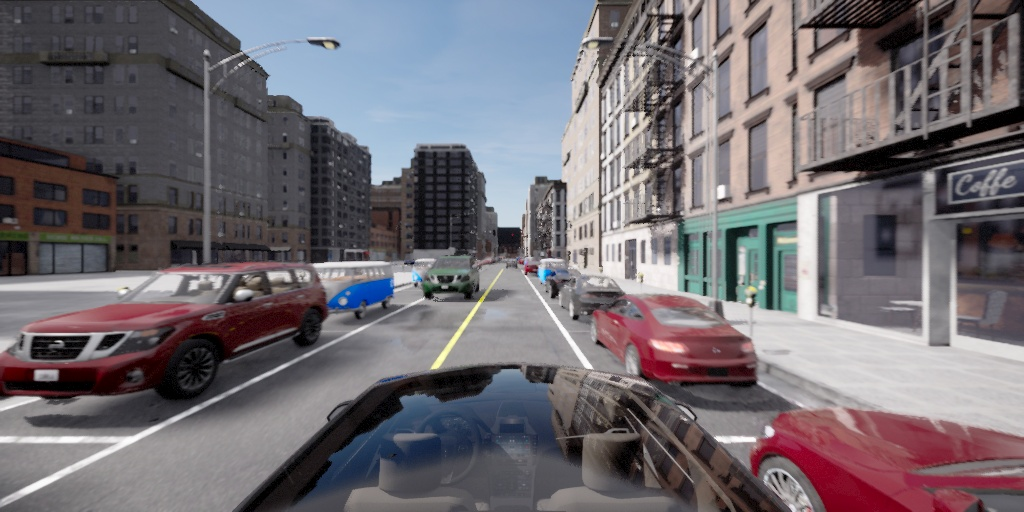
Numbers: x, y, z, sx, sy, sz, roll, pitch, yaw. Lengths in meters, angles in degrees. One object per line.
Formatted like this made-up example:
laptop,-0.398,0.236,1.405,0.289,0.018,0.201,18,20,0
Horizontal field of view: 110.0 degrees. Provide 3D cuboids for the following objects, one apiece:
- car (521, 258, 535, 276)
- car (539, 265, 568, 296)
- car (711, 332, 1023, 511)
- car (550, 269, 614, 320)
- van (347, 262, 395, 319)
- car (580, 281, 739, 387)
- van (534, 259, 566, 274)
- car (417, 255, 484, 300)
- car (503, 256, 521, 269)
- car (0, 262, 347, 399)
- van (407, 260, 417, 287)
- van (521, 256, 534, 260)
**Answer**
car,2.232,1.215,37.502,1.882,1.535,5.008,0,0,0
car,2.636,1.310,18.024,1.948,1.339,4.313,0,0,0
car,2.638,1.332,0.984,1.802,1.307,4.207,0,0,0
car,2.637,1.297,12.344,2.007,1.370,4.403,0,0,0
van,-5.389,1.087,12.344,1.690,1.789,3.998,0,0,0
car,2.637,1.330,6.664,1.802,1.307,4.207,0,0,0
van,2.635,1.083,23.704,1.690,1.789,3.998,0,0,0
car,-2.851,0.966,18.038,2.150,2.045,5.566,0,0,0
car,-0.004,1.218,56.089,2.128,1.511,4.902,0,0,0
car,-5.388,1.063,6.664,2.192,1.841,5.009,0,0,0
van,-5.390,1.083,23.704,1.690,1.789,3.998,0,0,0
van,2.633,1.070,52.105,1.690,1.789,3.998,0,0,0
